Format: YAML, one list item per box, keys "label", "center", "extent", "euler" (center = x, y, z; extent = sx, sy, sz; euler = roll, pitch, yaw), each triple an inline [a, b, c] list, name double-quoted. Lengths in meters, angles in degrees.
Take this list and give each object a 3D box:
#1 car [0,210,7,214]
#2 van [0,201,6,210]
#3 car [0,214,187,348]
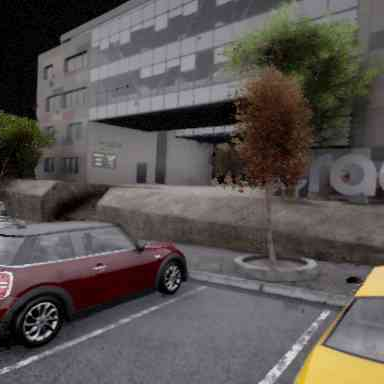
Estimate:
- label: "car"
  center: [-6.596, 1.497, 9.996]
  extent: [2.231, 1.521, 4.892]
  euler: [0, 0, 36]
- label: "van"
  center: [-8.942, 1.274, 11.519]
  extent: [1.878, 1.987, 4.442]
  euler: [0, 0, 36]
- label: "car"
  center: [-2.071, 1.362, 6.721]
  extent: [2.185, 1.767, 4.553]
  euler: [0, 0, 36]
